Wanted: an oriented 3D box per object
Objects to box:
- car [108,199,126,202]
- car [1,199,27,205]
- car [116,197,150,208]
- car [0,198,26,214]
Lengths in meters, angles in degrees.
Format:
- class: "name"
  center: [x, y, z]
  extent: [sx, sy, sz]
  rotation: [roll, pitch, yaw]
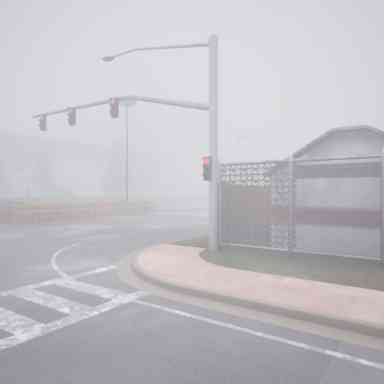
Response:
- class: "car"
  center: [-9.687, 1.555, 42.757]
  extent: [1.994, 1.385, 4.181]
  rotation: [0, 0, 34]
- class: "car"
  center: [-17.732, 1.469, 30.723]
  extent: [1.882, 1.535, 5.008]
  rotation: [0, 0, 34]
- class: "car"
  center: [-8.831, 1.537, 50.333]
  extent: [2.033, 1.411, 5.357]
  rotation: [0, 0, 34]
- class: "car"
  center: [-19.874, 1.468, 33.817]
  extent: [1.882, 1.535, 5.008]
  rotation: [0, 0, 34]
